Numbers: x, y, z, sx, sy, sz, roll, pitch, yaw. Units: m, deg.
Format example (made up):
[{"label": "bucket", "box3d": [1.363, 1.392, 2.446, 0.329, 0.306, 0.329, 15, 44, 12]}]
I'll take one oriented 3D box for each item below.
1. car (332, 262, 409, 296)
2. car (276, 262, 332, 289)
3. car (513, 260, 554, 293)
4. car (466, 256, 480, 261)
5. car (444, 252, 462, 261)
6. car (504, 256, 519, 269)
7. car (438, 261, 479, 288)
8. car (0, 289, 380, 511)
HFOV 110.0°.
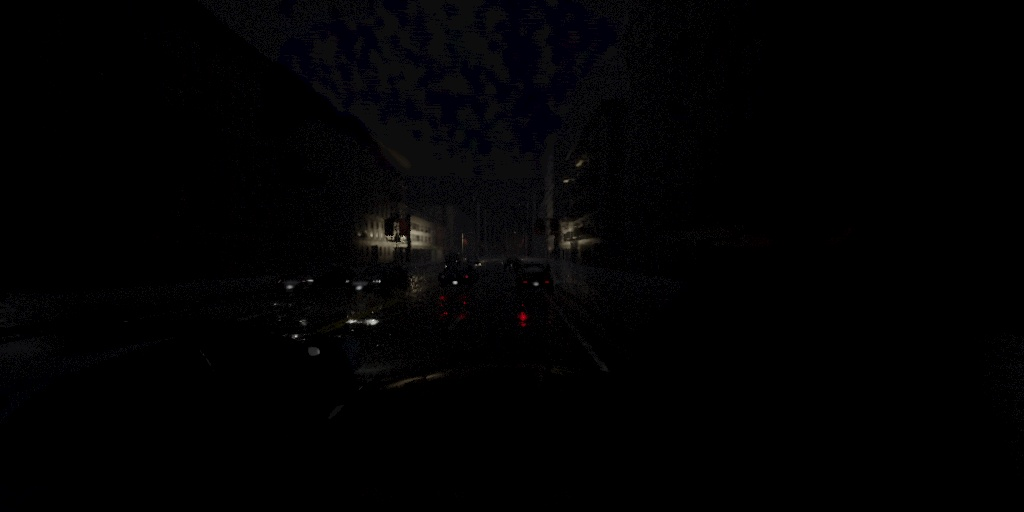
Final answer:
[{"label": "car", "box3d": [-6.596, 1.091, 17.919, 2.128, 1.511, 4.902, 0, 1, 0]}, {"label": "car", "box3d": [-9.846, 1.087, 18.330, 2.128, 1.511, 4.902, 0, 1, 0]}, {"label": "car", "box3d": [1.139, 1.113, 19.214, 1.812, 1.442, 4.674, 0, 1, 0]}, {"label": "car", "box3d": [-6.537, 0.680, 59.983, 2.128, 1.511, 4.902, 0, 1, 1]}, {"label": "car", "box3d": [-9.782, 0.406, 59.925, 2.150, 2.045, 5.566, 0, 1, 1]}, {"label": "car", "box3d": [0.056, 0.842, 44.665, 1.837, 1.490, 4.892, 0, 1, 1]}, {"label": "car", "box3d": [-3.147, 1.160, 22.055, 1.895, 1.301, 4.718, 0, 1, 0]}, {"label": "car", "box3d": [-3.148, 1.286, 2.993, 2.033, 1.411, 5.357, 0, 1, 0]}]
